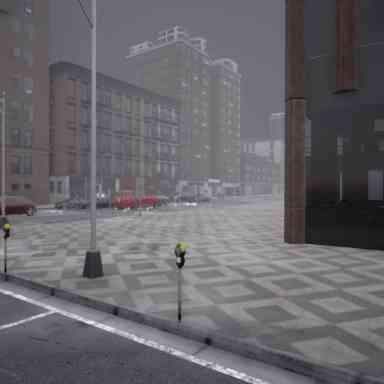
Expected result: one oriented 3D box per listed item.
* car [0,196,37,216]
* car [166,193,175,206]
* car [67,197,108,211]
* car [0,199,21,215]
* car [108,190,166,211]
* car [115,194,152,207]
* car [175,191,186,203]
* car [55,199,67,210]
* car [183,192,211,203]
[{"bbox_3d":[-15.246,1.124,27.090,2.097,1.767,4.553,0,1,36],"label":"car"},{"bbox_3d":[-4.695,1.046,41.765,1.812,1.442,4.674,0,1,36],"label":"car"},{"bbox_3d":[-10.001,1.247,34.388,1.895,1.301,4.718,0,1,36],"label":"car"},{"bbox_3d":[-17.829,1.355,29.066,1.895,1.301,4.718,0,1,36],"label":"car"},{"bbox_3d":[-5.590,0.848,34.596,2.150,2.045,5.566,0,1,36],"label":"car"},{"bbox_3d":[-7.562,1.014,43.341,1.837,1.490,4.892,0,1,36],"label":"car"},{"bbox_3d":[-1.870,0.730,51.219,2.097,1.767,4.553,0,1,36],"label":"car"},{"bbox_3d":[-12.724,1.195,36.199,1.994,1.385,4.181,0,1,34],"label":"car"},{"bbox_3d":[1.128,0.951,49.808,1.994,1.385,4.181,0,1,36],"label":"car"}]
